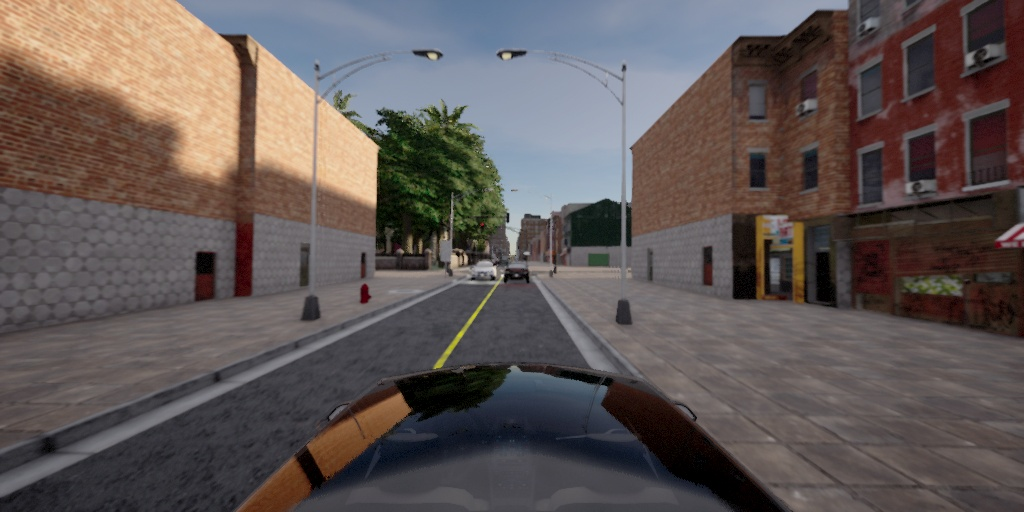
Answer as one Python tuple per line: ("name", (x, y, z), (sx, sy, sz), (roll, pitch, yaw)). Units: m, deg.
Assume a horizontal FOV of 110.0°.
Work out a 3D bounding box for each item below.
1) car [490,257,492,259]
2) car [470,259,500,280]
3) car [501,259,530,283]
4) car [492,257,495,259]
("car", (-4.732, 1.253, 57.082), (2.007, 1.370, 4.403), (0, 0, 0))
("car", (-2.335, 1.243, 30.888), (1.812, 1.442, 4.674), (1, 0, 1))
("car", (0.389, 1.221, 27.867), (1.882, 1.535, 5.008), (1, 0, 1))
("car", (-4.656, 1.261, 64.217), (2.007, 1.370, 4.403), (0, 0, 0))
